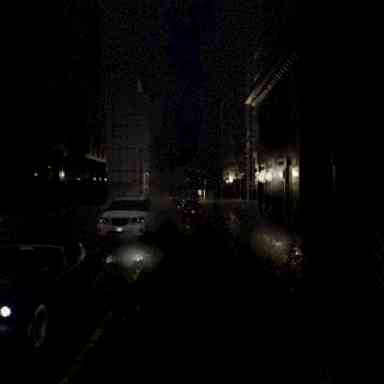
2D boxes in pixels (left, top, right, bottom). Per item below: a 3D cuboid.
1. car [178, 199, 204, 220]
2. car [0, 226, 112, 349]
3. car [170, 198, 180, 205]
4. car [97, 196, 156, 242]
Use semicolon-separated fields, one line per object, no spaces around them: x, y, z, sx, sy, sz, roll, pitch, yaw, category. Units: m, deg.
0.055;1.601;28.657;2.033;1.411;5.357;0;0;-1;car
-3.109;1.612;6.384;1.895;1.301;4.718;0;0;0;car
-3.124;1.719;62.700;1.895;1.301;4.718;0;0;0;car
-3.123;1.252;17.000;2.150;2.045;5.566;0;0;0;car
